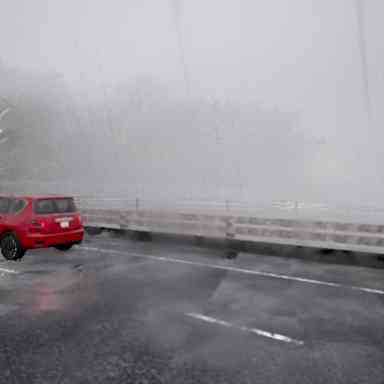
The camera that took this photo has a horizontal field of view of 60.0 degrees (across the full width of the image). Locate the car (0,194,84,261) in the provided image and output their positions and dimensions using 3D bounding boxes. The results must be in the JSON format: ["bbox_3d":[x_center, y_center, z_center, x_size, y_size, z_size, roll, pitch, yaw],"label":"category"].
[{"bbox_3d":[-6.339,1.065,11.729,5.566,2.045,2.150,1,1,29],"label":"car"}]

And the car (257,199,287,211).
[{"bbox_3d":[11.414,1.725,47.485,4.553,1.767,2.097,3,-1,-28],"label":"car"}]
